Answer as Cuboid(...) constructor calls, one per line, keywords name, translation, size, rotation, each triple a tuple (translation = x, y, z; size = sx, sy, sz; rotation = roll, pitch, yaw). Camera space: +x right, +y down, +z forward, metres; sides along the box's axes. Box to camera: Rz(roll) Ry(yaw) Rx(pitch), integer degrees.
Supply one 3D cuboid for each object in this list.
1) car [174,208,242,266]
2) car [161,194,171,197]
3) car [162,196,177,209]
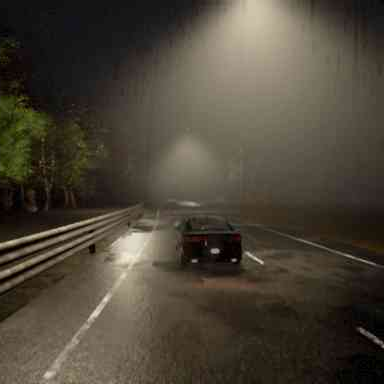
Cuboid(name="car", translation=(0.426, 1.556, 11.973), size=(1.882, 1.535, 5.008), rotation=(0, 0, -5))
Cuboid(name="car", translation=(-5.017, 1.764, 69.119), size=(2.097, 1.767, 4.553), rotation=(0, 0, -5))
Cuboid(name="car", translation=(-3.275, 1.804, 50.838), size=(2.128, 1.511, 4.902), rotation=(0, 0, -5))
